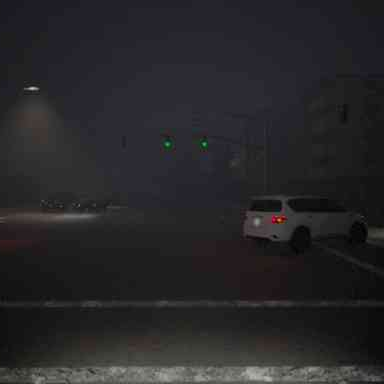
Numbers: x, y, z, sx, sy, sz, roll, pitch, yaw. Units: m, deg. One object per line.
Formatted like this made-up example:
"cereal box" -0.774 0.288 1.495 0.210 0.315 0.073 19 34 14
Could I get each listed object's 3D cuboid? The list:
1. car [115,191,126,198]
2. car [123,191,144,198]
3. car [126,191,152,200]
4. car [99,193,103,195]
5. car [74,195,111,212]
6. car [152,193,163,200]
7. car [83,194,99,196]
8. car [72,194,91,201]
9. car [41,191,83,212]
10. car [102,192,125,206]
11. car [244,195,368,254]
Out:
"car" -16.075 0.495 72.447 2.097 1.767 4.553 -1 1 -45
"car" -13.183 0.600 74.481 2.128 1.511 4.902 -1 1 -45
"car" -10.383 0.884 64.988 2.033 1.411 5.357 0 1 -32
"car" -16.200 0.907 61.024 1.812 1.442 4.674 0 1 -31
"car" -9.953 1.299 33.695 1.895 1.301 4.718 0 1 0
"car" -7.747 0.909 67.354 1.895 1.301 4.718 0 1 -32
"car" -14.155 1.091 45.192 1.812 1.442 4.674 0 1 -10
"car" -20.323 0.982 61.013 1.895 1.301 4.718 0 1 -35
"car" -13.449 0.914 34.184 2.150 2.045 5.566 0 1 -1
"car" -10.495 1.118 44.694 2.033 1.411 5.357 0 1 -8
"car" 4.678 1.150 13.465 5.566 2.045 2.150 0 -1 -31
